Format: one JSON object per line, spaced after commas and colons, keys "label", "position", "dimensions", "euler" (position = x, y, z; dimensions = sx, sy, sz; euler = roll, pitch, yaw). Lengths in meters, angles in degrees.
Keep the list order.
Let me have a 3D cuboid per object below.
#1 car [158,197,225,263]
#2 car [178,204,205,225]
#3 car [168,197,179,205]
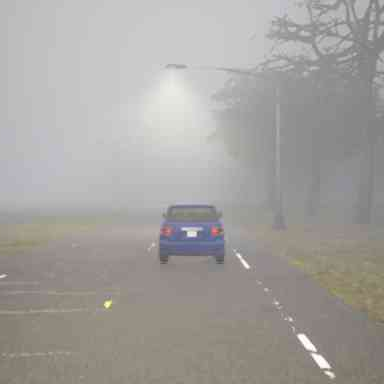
{"label": "car", "position": [0.002, 1.359, 12.600], "dimensions": [2.150, 2.045, 5.566], "euler": [0, 0, 0]}
{"label": "car", "position": [-0.005, 1.792, 27.543], "dimensions": [2.033, 1.411, 5.357], "euler": [0, 0, 0]}
{"label": "car", "position": [-3.548, 1.709, 65.056], "dimensions": [1.994, 1.385, 4.181], "euler": [0, 0, 1]}
